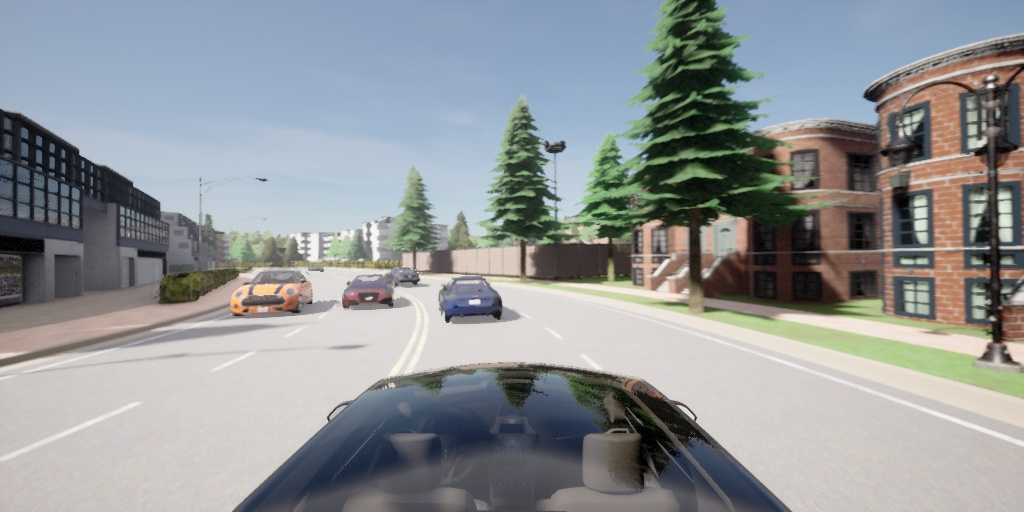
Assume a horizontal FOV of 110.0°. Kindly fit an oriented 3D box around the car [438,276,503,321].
[{"bbox_3d":[-1.643,1.437,13.195,1.994,1.385,4.181,-1,-1,-14],"label":"car"}]

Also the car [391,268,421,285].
[{"bbox_3d":[-9.152,1.667,29.408,2.033,1.411,5.357,0,-1,-33],"label":"car"}]

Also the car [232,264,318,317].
[{"bbox_3d":[-9.615,1.350,14.751,2.097,1.767,4.553,-1,-1,-21],"label":"car"}]

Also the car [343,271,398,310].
[{"bbox_3d":[-6.433,1.530,16.222,1.994,1.385,4.181,-1,-1,-21],"label":"car"}]

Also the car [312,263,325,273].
[{"bbox_3d":[-27.770,1.733,50.721,1.994,1.385,4.181,0,-1,-34],"label":"car"}]
